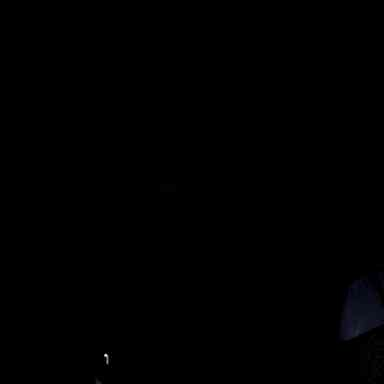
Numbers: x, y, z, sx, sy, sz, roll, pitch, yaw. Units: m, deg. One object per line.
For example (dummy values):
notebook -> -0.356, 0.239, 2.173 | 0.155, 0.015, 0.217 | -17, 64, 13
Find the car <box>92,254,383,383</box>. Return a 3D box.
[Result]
car -> 1.618, 1.583, 4.222 | 5.357, 1.411, 2.033 | 1, 0, -35
